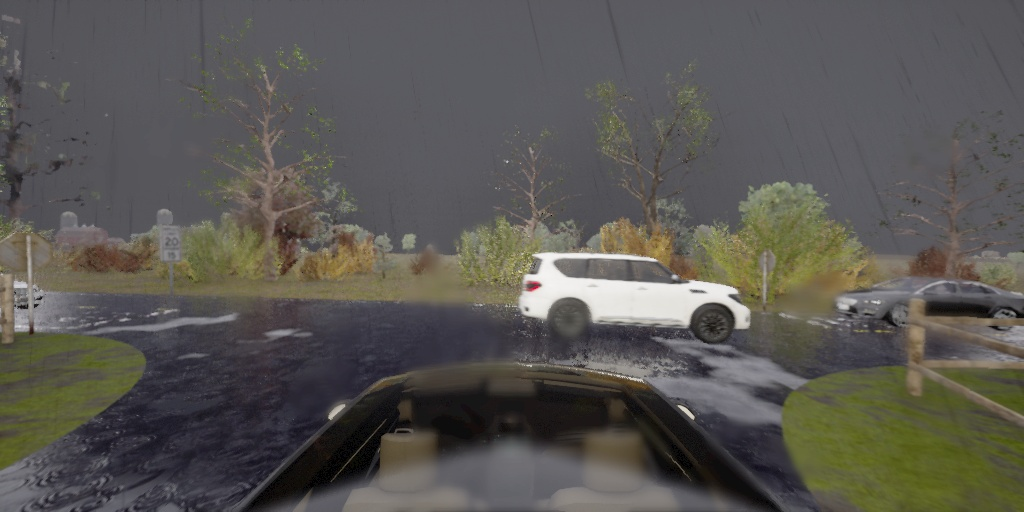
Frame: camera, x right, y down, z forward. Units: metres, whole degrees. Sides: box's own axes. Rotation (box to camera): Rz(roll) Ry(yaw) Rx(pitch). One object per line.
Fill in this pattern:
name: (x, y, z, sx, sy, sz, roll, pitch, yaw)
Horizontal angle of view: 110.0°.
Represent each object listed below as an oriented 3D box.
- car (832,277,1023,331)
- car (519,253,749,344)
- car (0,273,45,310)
car: (13.443, 1.466, 11.724, 4.902, 1.511, 2.128, 1, 1, 4)
car: (2.977, 0.974, 9.420, 5.566, 2.045, 2.150, 2, 0, 3)
car: (-16.851, 0.952, 10.594, 4.674, 1.442, 1.812, 1, 1, 3)
